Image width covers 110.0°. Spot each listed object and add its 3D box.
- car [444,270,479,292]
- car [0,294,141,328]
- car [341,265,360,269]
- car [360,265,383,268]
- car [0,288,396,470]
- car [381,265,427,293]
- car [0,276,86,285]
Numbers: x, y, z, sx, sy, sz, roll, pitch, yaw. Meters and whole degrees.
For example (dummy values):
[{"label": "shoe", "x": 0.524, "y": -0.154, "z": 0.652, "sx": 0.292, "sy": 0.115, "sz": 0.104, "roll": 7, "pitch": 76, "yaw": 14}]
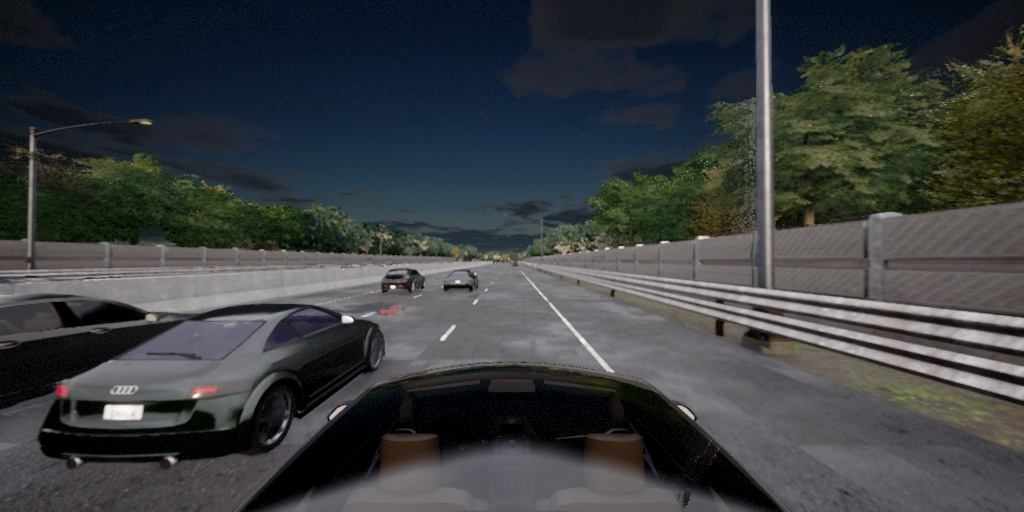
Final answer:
[{"label": "car", "x": -3.394, "y": 1.625, "z": 24.525, "sx": 1.994, "sy": 1.385, "sz": 4.181, "roll": 0, "pitch": -1, "yaw": 0}, {"label": "car", "x": -6.900, "y": 1.301, "z": 5.203, "sx": 1.837, "sy": 1.490, "sz": 4.892, "roll": 0, "pitch": -1, "yaw": 0}, {"label": "car", "x": -24.540, "y": 2.079, "z": 55.404, "sx": 1.895, "sy": 1.301, "sz": 4.718, "roll": 0, "pitch": -1, "yaw": 1}, {"label": "car", "x": -21.041, "y": 2.030, "z": 55.719, "sx": 2.033, "sy": 1.411, "sz": 5.357, "roll": 0, "pitch": -1, "yaw": 1}, {"label": "car", "x": -3.397, "y": 1.361, "z": 5.145, "sx": 1.994, "sy": 1.385, "sz": 4.181, "roll": 0, "pitch": -1, "yaw": 0}, {"label": "car", "x": -6.893, "y": 1.549, "z": 23.214, "sx": 1.837, "sy": 1.490, "sz": 4.892, "roll": 0, "pitch": 0, "yaw": 0}, {"label": "car", "x": -17.598, "y": 1.506, "z": 13.224, "sx": 1.895, "sy": 1.301, "sz": 4.718, "roll": 0, "pitch": -1, "yaw": 0}]
